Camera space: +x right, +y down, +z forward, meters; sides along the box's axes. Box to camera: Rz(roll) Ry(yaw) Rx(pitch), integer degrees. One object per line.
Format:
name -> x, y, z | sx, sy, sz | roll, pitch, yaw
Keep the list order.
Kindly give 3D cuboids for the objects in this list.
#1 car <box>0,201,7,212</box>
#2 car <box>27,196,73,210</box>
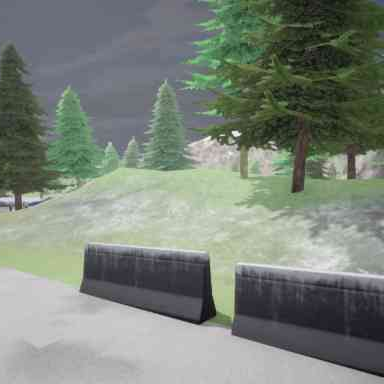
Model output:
car -> -21.870, 1.398, 34.400 | 2.128, 1.511, 4.902 | 0, 0, 42
car -> -18.462, 1.374, 42.803 | 5.008, 1.535, 1.882 | 0, 0, -42
